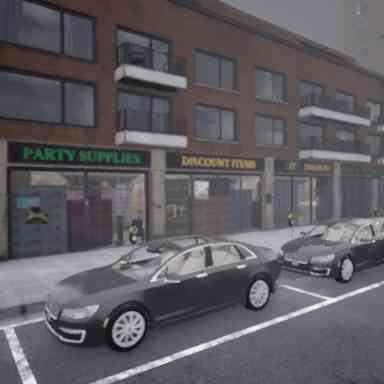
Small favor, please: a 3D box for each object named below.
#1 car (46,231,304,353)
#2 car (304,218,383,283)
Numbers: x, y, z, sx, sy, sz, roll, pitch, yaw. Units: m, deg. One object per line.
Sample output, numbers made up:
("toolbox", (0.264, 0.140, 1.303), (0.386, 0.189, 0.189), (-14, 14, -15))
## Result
("car", (-0.256, 1.511, 6.004), (4.403, 1.369, 2.008), (-1, 1, -35))
("car", (4.238, 1.442, 9.207), (4.403, 1.369, 2.008), (-1, 1, -35))
